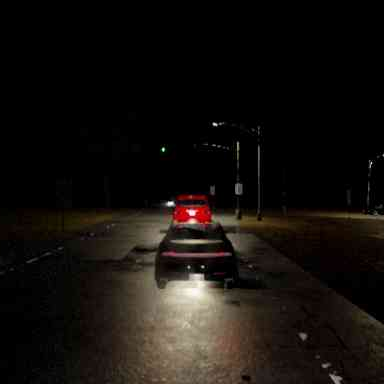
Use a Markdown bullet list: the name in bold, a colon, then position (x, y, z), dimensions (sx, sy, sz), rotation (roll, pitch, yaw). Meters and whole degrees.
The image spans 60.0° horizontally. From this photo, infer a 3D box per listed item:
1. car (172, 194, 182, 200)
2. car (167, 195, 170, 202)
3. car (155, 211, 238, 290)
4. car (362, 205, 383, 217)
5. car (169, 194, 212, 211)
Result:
- **car**: position (-3.505, 1.123, 77.701), dimensions (1.994, 1.385, 4.181), rotation (0, 0, 0)
- **car**: position (-3.551, 1.153, 62.918), dimensions (2.128, 1.511, 4.902), rotation (0, 0, 0)
- **car**: position (0.098, 1.494, 9.121), dimensions (2.128, 1.511, 4.902), rotation (0, 0, 0)
- **car**: position (23.321, 2.247, 40.262), dimensions (5.008, 1.535, 1.882), rotation (2, -1, 0)
- **car**: position (0.022, 1.196, 20.345), dimensions (2.150, 2.045, 5.566), rotation (0, 1, 1)
